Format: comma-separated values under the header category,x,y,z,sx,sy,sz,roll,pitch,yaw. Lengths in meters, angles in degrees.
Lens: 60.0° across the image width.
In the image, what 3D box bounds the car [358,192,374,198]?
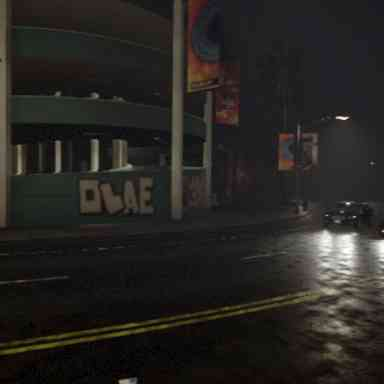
category,x,y,z,sx,sy,sz,roll,pitch,yaw
car,42.567,0.672,82.094,2.185,1.767,4.553,1,1,14

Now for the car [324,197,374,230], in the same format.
category,x,y,z,sx,sy,sz,roll,pitch,yaw
car,9.401,1.313,19.781,2.128,1.511,4.902,1,1,40

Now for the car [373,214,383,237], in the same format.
category,x,y,z,sx,sy,sz,roll,pitch,yaw
car,10.486,1.454,15.879,1.994,1.385,4.181,1,1,43
